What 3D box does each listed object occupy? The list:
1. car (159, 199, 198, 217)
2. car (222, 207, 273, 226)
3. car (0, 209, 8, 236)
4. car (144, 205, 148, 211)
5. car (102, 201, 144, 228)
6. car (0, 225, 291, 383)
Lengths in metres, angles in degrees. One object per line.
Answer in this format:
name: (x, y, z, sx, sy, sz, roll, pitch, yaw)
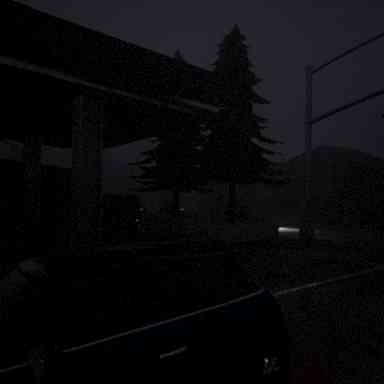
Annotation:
car: (-1.339, 1.540, 32.653, 2.097, 1.767, 4.553, 1, 0, -36)
car: (4.080, 1.815, 25.013, 1.994, 1.385, 4.181, 1, 0, -35)
car: (-11.671, 1.520, 18.466, 2.242, 1.667, 4.611, 1, 0, -36)
car: (-7.487, 1.664, 41.317, 2.033, 1.411, 5.357, 1, 0, -35)
car: (-4.539, 1.446, 18.283, 1.905, 1.878, 3.866, 1, 0, -36)
car: (-1.165, 1.391, 3.196, 4.553, 1.767, 2.097, -1, -1, -36)
